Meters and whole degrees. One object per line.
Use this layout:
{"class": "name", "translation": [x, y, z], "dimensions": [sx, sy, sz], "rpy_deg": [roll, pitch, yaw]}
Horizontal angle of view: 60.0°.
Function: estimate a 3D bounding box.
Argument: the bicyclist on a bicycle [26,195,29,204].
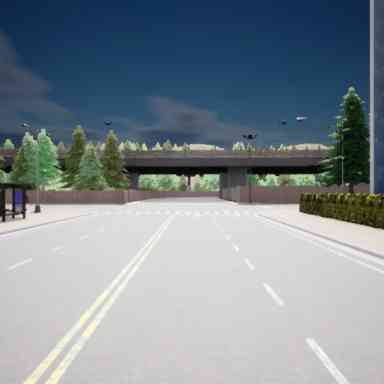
{"class": "bicyclist on a bicycle", "translation": [-27.269, 1.218, 54.743], "dimensions": [0.582, 1.620, 1.656], "rpy_deg": [0, 0, 0]}
